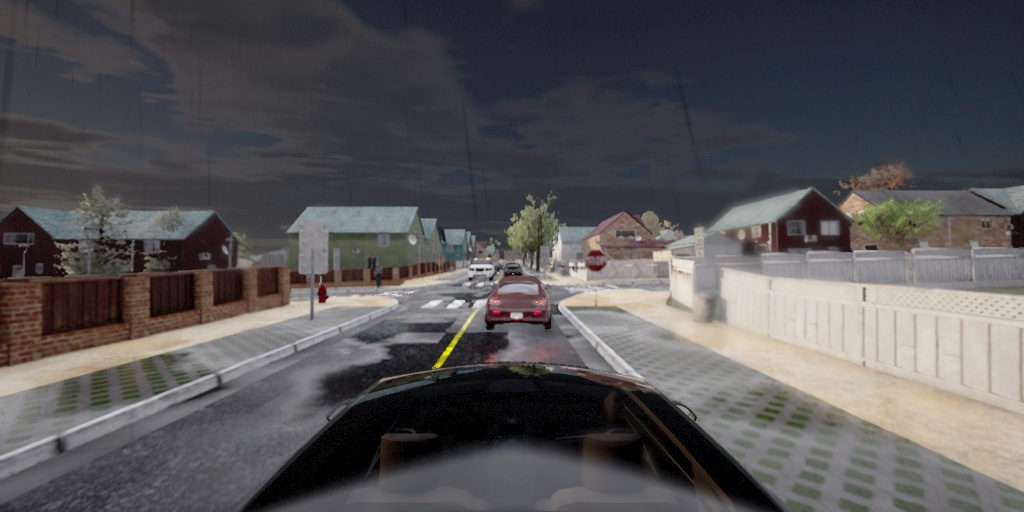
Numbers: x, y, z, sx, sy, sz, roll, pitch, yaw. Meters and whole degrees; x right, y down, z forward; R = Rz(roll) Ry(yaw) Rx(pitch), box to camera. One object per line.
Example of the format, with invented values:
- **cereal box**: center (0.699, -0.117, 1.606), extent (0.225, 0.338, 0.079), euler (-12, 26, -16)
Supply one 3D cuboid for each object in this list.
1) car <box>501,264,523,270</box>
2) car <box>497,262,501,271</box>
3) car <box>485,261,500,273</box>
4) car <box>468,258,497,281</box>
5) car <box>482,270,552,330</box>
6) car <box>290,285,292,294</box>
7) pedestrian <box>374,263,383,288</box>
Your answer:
- **car**: center (0.089, 1.513, 37.039), extent (1.837, 1.490, 4.892), euler (0, 0, 0)
- **car**: center (-2.827, 1.548, 43.795), extent (2.128, 1.511, 4.902), euler (0, 0, 0)
- **car**: center (-2.821, 1.601, 53.368), extent (1.882, 1.535, 5.008), euler (0, 0, 0)
- **car**: center (-2.822, 1.206, 33.799), extent (2.150, 2.045, 5.566), euler (0, 0, 0)
- **car**: center (0.276, 1.348, 11.345), extent (1.812, 1.442, 4.674), euler (0, 0, 4)
- **car**: center (-15.016, 1.734, 20.084), extent (4.892, 1.490, 1.837), euler (-2, -2, 0)
- **pedestrian**: center (-9.682, 1.388, 25.981), extent (0.375, 1.860, 0.375), euler (0, 0, 0)
